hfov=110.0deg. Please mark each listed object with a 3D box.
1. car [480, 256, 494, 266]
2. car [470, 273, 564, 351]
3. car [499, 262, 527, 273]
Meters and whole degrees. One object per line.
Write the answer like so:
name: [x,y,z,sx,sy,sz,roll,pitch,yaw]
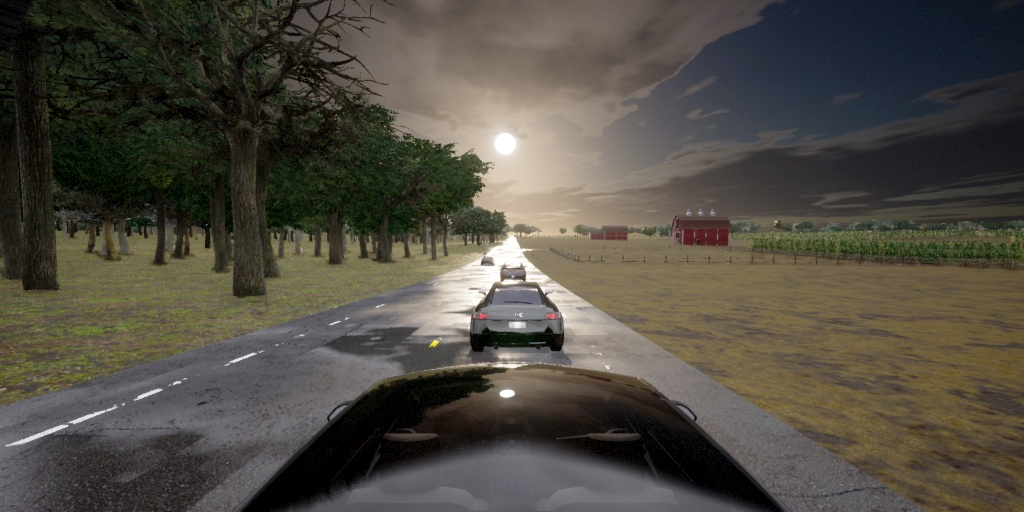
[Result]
car: [-3.607,0.682,53.664,2.033,1.411,5.357,0,2,0]
car: [0.094,1.307,8.972,1.994,1.385,4.181,0,0,0]
car: [0.075,1.165,26.659,2.128,1.511,4.902,0,1,0]
